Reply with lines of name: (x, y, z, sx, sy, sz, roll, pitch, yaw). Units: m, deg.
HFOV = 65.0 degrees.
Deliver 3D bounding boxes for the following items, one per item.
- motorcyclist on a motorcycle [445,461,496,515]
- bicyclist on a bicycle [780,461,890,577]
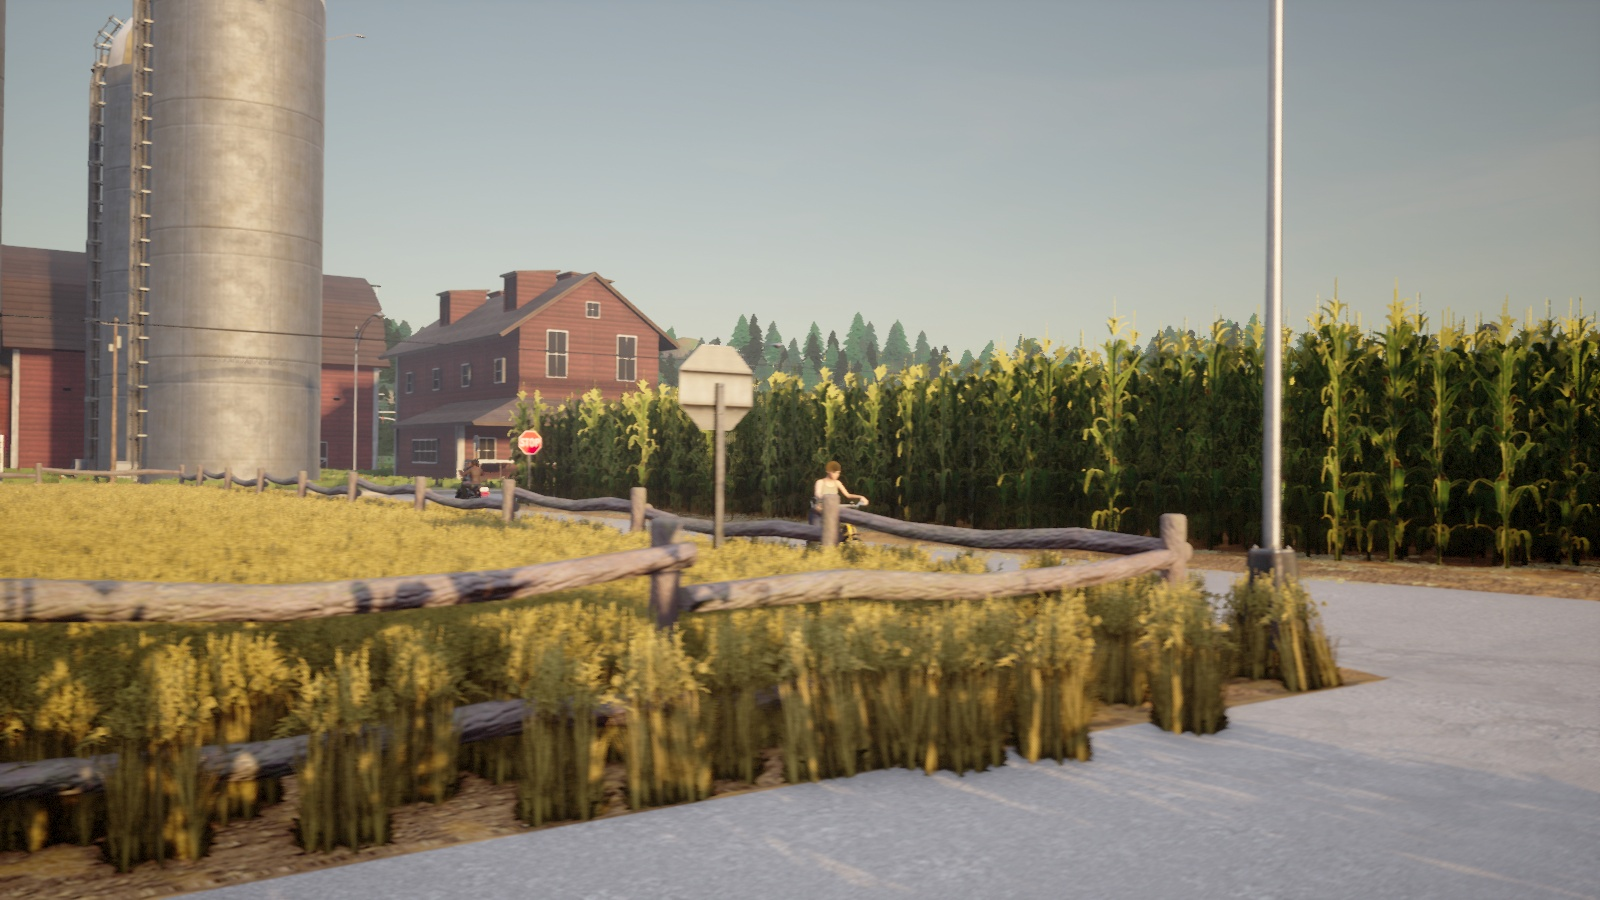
motorcyclist on a motorcycle: (-10.222, 1.154, 38.917, 0.766, 1.649, 2.350, 1, -1, -35)
bicyclist on a bicycle: (0.490, 0.966, 18.257, 0.866, 1.612, 1.509, 1, -1, -35)
